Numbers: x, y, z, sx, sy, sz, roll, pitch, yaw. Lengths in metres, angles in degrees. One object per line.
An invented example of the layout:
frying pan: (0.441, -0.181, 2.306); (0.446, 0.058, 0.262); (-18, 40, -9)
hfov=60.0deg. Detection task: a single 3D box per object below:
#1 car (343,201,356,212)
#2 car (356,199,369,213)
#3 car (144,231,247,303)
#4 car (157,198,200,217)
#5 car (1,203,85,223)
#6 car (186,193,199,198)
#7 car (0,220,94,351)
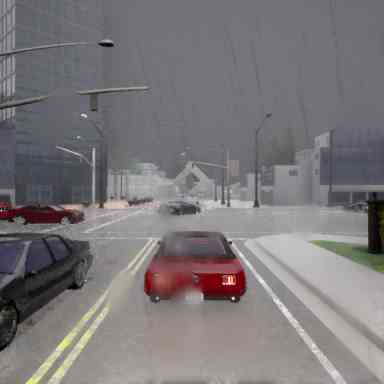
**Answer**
car: (19.372, 1.520, 37.583); (4.181, 1.385, 1.994); (0, 0, -1)
car: (19.876, 1.480, 34.088); (4.674, 1.442, 1.812); (0, 0, 0)
car: (0.071, 1.601, 8.183); (1.895, 1.301, 4.718); (0, 0, 0)
car: (-1.163, 1.563, 31.265); (2.033, 1.411, 5.357); (0, 0, 29)
car: (-10.040, 1.529, 23.116); (5.008, 1.535, 1.882); (0, 0, 0)
car: (0.081, 1.221, 60.730); (2.150, 2.045, 5.566); (0, 0, 0)
car: (-3.504, 1.547, 6.414); (2.033, 1.411, 5.357); (0, 0, 1)
